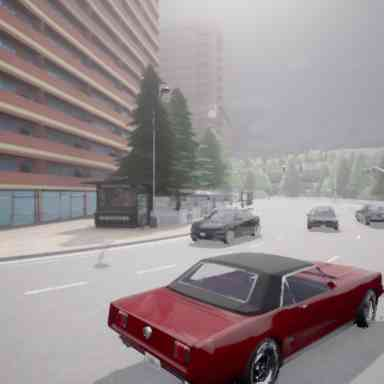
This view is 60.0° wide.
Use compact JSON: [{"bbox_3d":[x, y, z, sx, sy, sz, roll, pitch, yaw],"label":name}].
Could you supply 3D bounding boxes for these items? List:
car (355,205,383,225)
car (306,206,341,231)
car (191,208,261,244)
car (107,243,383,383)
[{"bbox_3d":[13.497,1.660,24.649,2.033,1.411,5.357,0,0,16],"label":"car"},{"bbox_3d":[8.672,1.662,21.982,2.033,1.411,5.357,0,0,21],"label":"car"},{"bbox_3d":[1.818,1.585,16.617,1.882,1.535,5.008,0,0,33],"label":"car"},{"bbox_3d":[1.238,1.634,5.234,4.718,1.301,1.895,0,0,-41],"label":"car"}]
